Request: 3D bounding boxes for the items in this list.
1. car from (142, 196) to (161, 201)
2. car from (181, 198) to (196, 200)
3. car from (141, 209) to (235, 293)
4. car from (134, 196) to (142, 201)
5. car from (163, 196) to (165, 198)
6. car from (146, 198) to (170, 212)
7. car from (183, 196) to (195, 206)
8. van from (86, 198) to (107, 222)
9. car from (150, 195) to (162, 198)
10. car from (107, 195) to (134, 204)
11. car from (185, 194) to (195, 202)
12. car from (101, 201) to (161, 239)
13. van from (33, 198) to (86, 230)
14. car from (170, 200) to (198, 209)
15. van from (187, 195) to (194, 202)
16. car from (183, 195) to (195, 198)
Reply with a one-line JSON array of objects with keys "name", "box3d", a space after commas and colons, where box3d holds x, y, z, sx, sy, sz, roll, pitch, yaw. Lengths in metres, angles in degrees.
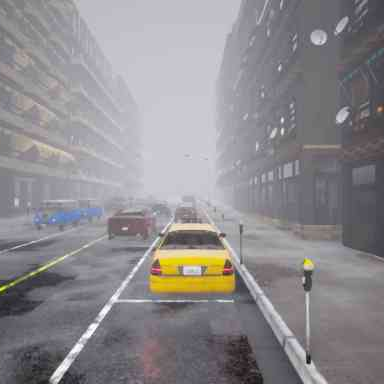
[{"name": "car", "box3d": [-5.791, 1.632, 44.794, 1.994, 1.385, 4.181, 0, 0, 0]}, {"name": "car", "box3d": [-0.437, 1.582, 31.754, 1.887, 1.381, 4.507, 1, 0, 0]}, {"name": "car", "box3d": [0.004, 1.462, 8.843, 1.801, 1.575, 5.366, 0, 0, 0]}, {"name": "car", "box3d": [-8.312, 1.379, 42.876, 2.192, 1.841, 5.009, 1, 0, 0]}, {"name": "car", "box3d": [-8.322, 1.846, 92.652, 1.802, 1.307, 4.206, 1, 0, 0]}, {"name": "car", "box3d": [-2.998, 1.564, 32.090, 1.812, 1.442, 4.674, 0, 0, 1]}, {"name": "car", "box3d": [-0.470, 1.553, 59.411, 1.967, 1.590, 4.097, 1, 0, 0]}, {"name": "van", "box3d": [-8.313, 1.368, 26.285, 1.690, 1.788, 3.998, 1, 0, 0]}, {"name": "car", "box3d": [-8.314, 1.470, 70.528, 2.192, 1.841, 5.009, 1, 0, 0]}, {"name": "car", "box3d": [-8.312, 1.365, 37.346, 2.192, 1.841, 5.009, 1, 0, 0]}, {"name": "car", "box3d": [-0.469, 1.521, 81.536, 2.192, 1.841, 5.009, 1, 0, 0]}, {"name": "car", "box3d": [-2.992, 1.490, 17.449, 1.882, 1.535, 5.008, 0, 0, 1]}, {"name": "van", "box3d": [-8.312, 1.358, 20.753, 1.690, 1.788, 3.998, 2, 0, 0]}, {"name": "car", "box3d": [-0.437, 1.571, 26.224, 1.887, 1.381, 4.507, 1, 0, 0]}, {"name": "van", "box3d": [-0.470, 1.575, 87.068, 1.690, 1.788, 3.998, 1, 0, 0]}, {"name": "car", "box3d": [-0.427, 1.490, 37.286, 1.967, 1.590, 4.097, 1, 0, 0]}]
